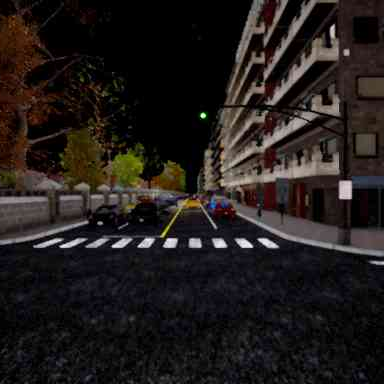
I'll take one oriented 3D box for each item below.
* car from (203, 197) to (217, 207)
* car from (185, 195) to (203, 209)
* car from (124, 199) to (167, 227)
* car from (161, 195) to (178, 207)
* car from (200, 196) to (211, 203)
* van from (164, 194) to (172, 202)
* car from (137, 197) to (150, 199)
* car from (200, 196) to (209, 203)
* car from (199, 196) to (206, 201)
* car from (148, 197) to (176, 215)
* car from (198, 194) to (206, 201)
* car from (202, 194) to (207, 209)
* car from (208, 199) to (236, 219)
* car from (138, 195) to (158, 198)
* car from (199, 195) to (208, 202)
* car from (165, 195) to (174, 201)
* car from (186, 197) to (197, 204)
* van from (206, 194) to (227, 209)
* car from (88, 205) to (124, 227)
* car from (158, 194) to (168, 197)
[{"bbox_3d":[2.682,1.551,50.902,2.008,1.369,4.403,0,0,0],"label":"car"},{"bbox_3d":[0.090,1.474,44.124,1.882,1.535,5.008,0,0,0],"label":"car"},{"bbox_3d":[-3.095,1.469,22.948,1.882,1.535,5.008,0,0,0],"label":"car"},{"bbox_3d":[-3.050,1.548,50.219,2.033,1.411,5.357,0,0,1],"label":"car"},{"bbox_3d":[2.679,1.566,67.793,2.008,1.369,4.403,0,0,0],"label":"car"},{"bbox_3d":[-5.702,1.371,79.050,1.690,1.788,3.998,0,0,0],"label":"van"},{"bbox_3d":[-5.694,1.517,33.840,1.752,1.417,4.829,0,0,0],"label":"car"},{"bbox_3d":[2.678,1.567,73.422,1.887,1.381,4.507,0,0,0],"label":"car"},{"bbox_3d":[2.676,1.622,84.683,1.802,1.307,4.206,0,0,0],"label":"car"},{"bbox_3d":[-3.088,1.540,33.524,2.033,1.411,5.357,0,0,0],"label":"car"},{"bbox_3d":[2.675,1.366,90.312,2.192,1.841,5.009,0,0,0],"label":"car"},{"bbox_3d":[2.684,1.437,45.272,1.967,1.590,4.097,0,0,0],"label":"car"},{"bbox_3d":[2.687,1.536,28.381,1.887,1.381,4.507,0,0,0],"label":"car"},{"bbox_3d":[-5.695,1.309,39.640,2.192,1.841,5.009,0,0,0],"label":"car"},{"bbox_3d":[2.678,1.471,79.052,1.967,1.590,4.097,0,0,0],"label":"car"},{"bbox_3d":[-5.704,1.591,84.680,2.008,1.369,4.403,0,0,0],"label":"car"},{"bbox_3d":[-0.010,1.574,62.712,1.994,1.385,4.181,0,0,0],"label":"car"},{"bbox_3d":[2.687,1.333,34.011,1.690,1.788,3.998,0,0,0],"label":"van"},{"bbox_3d":[-5.692,1.557,22.749,1.947,1.339,4.313,0,0,0],"label":"car"},{"bbox_3d":[-5.698,1.445,56.531,1.967,1.590,4.097,0,0,0],"label":"car"}]
